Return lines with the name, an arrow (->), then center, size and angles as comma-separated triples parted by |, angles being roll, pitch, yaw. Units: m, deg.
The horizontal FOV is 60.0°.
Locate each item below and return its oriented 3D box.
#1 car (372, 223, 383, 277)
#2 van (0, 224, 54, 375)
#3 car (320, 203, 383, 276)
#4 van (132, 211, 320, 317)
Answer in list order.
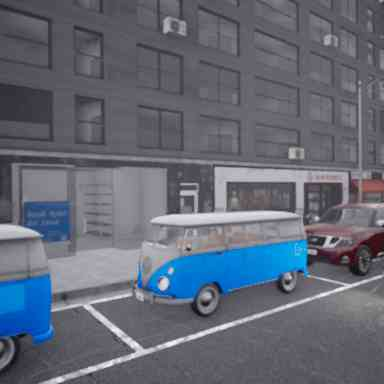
car -> 6.559, 1.507, 8.206 | 4.674, 1.442, 1.812 | 0, 0, -36
van -> -3.743, 1.342, 3.858 | 3.998, 1.788, 1.690 | 0, -1, -36
car -> 5.270, 1.295, 10.458 | 5.009, 1.841, 2.192 | 0, -1, -36
van -> 0.764, 1.332, 7.158 | 3.998, 1.788, 1.690 | 0, -1, -36
